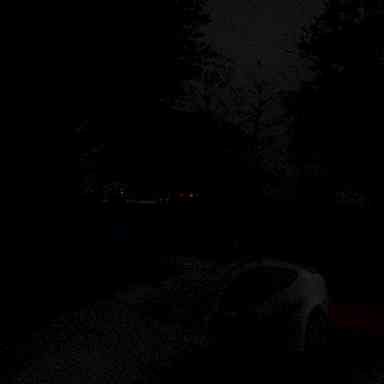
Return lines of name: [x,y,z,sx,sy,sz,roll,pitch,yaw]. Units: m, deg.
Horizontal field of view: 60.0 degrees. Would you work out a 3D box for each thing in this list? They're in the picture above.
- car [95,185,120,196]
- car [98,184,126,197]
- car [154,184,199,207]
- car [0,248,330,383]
car: [-9.151,-0.123,36.272,2.097,1.767,4.553,2,2,-34]
car: [-10.887,-0.299,45.073,2.128,1.511,4.902,2,2,-34]
car: [-1.524,0.239,31.053,2.150,2.045,5.566,2,2,-34]
car: [0.145,1.526,4.163,1.812,1.442,4.674,0,0,44]
